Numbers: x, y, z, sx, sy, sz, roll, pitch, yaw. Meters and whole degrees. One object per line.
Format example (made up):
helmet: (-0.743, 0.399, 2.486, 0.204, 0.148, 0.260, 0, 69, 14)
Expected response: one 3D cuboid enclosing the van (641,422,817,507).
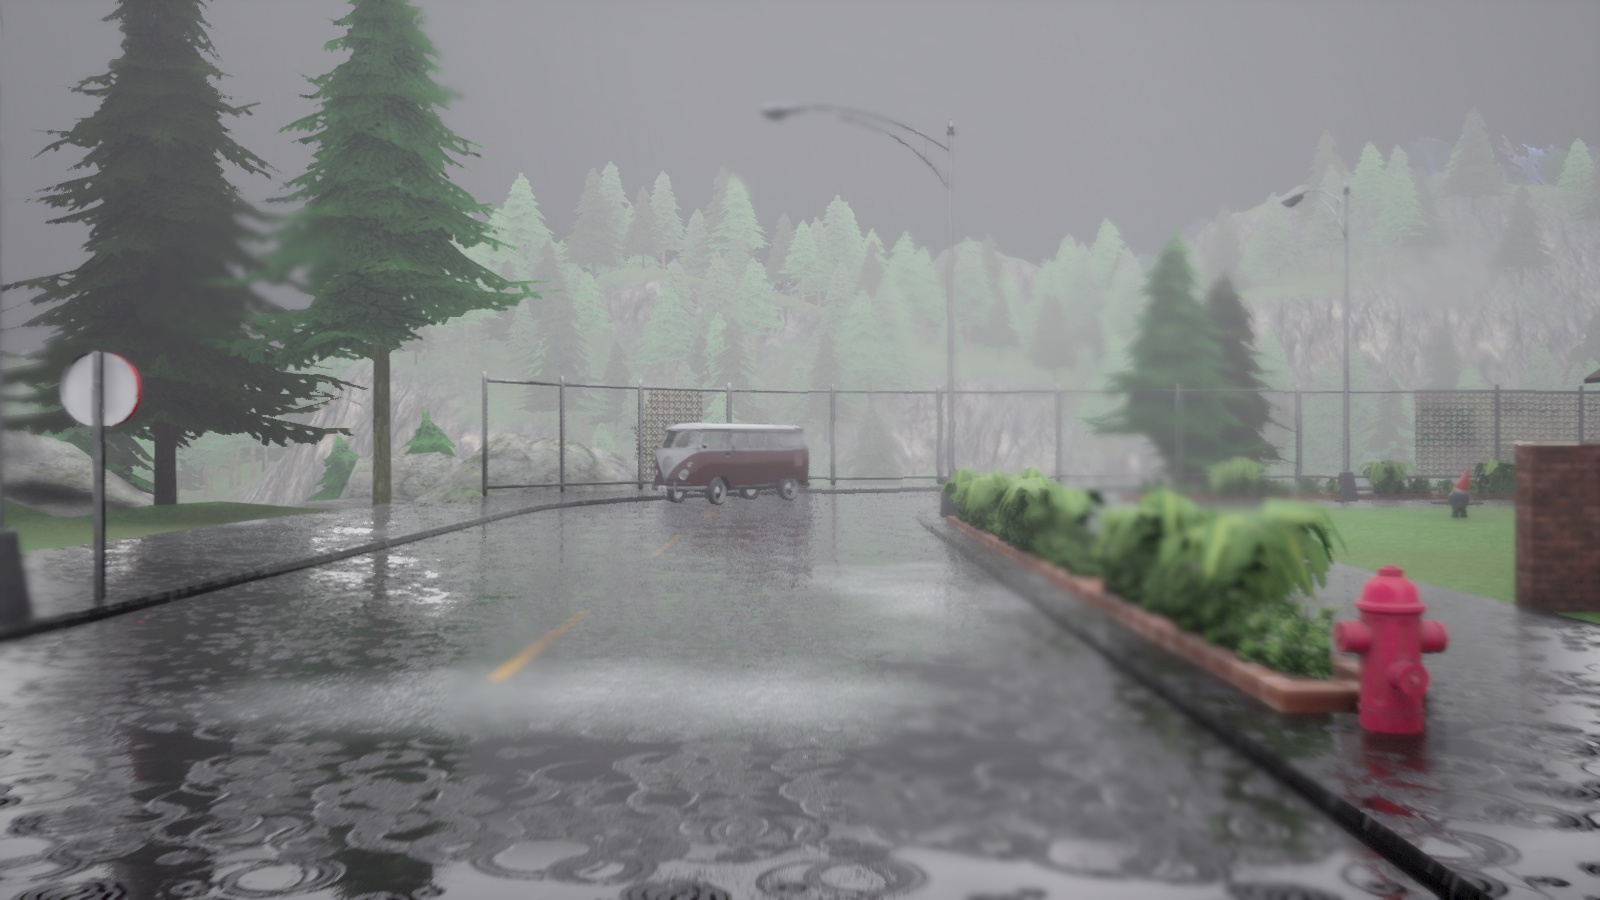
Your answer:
van: (-1.707, 0.322, 31.480, 1.775, 1.987, 4.442, 0, 0, 43)
